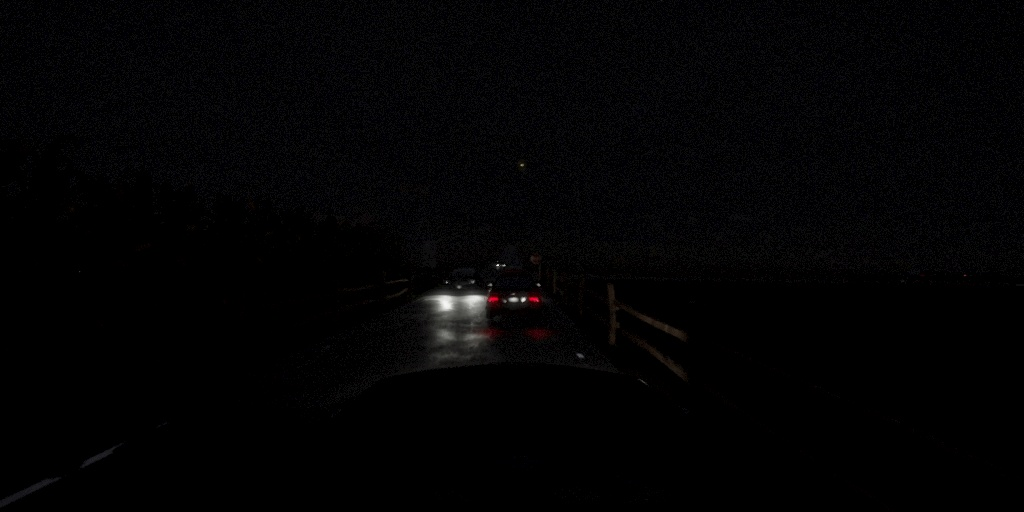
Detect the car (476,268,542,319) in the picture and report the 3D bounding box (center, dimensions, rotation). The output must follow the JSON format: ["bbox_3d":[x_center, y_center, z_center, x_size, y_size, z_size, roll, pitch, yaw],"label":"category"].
[{"bbox_3d":[0.086,1.353,13.104,2.033,1.411,5.357,0,0,1],"label":"car"}]

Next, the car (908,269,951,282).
[{"bbox_3d":[48.608,2.296,42.566,5.357,1.411,2.033,1,1,1],"label":"car"}]

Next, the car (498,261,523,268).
[{"bbox_3d":[0.129,1.350,27.561,1.882,1.535,5.008,0,0,1],"label":"car"}]

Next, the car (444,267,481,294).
[{"bbox_3d":[-2.760,1.368,21.171,1.812,1.442,4.674,0,0,1],"label":"car"}]

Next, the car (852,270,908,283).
[{"bbox_3d":[40.510,2.233,39.853,4.181,1.385,1.994,1,1,1],"label":"car"}]
